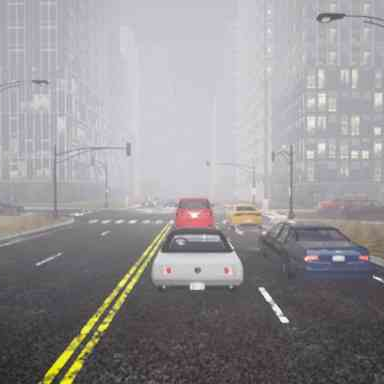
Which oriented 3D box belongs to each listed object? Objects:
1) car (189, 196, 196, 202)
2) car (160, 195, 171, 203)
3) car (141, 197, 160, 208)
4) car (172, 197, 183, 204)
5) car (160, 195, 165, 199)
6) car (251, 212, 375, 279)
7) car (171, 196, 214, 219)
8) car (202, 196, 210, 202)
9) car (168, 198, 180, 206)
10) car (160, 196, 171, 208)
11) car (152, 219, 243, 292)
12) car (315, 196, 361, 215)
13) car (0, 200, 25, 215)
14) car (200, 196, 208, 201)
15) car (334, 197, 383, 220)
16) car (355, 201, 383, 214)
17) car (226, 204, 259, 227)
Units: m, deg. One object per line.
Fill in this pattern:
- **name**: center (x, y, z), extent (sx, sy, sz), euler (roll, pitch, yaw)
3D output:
- **car**: center (0.116, 1.777, 82.013), extent (1.812, 1.442, 4.674), euler (0, 0, 0)
- **car**: center (-6.387, 1.604, 80.451), extent (2.097, 1.767, 4.553), euler (0, 0, 0)
- **car**: center (-6.524, 1.659, 50.577), extent (2.128, 1.511, 4.902), euler (0, 0, 0)
- **car**: center (-3.150, 1.751, 71.358), extent (2.128, 1.511, 4.902), euler (0, 0, 0)
- **car**: center (-6.469, 1.673, 60.251), extent (1.882, 1.535, 5.008), euler (0, 0, -1)
- **car**: center (3.370, 1.584, 10.160), extent (2.033, 1.411, 5.357), euler (0, 0, 0)
- **car**: center (0.127, 1.293, 19.580), extent (2.150, 2.045, 5.566), euler (0, 0, 0)
- **car**: center (3.366, 1.731, 81.869), extent (1.882, 1.535, 5.008), euler (0, 0, 0)
- **car**: center (-3.233, 1.798, 60.969), extent (1.895, 1.301, 4.718), euler (0, 0, 0)
- **car**: center (-3.267, 1.733, 51.009), extent (1.994, 1.385, 4.181), euler (0, 0, 0)
- **car**: center (0.113, 1.634, 8.982), extent (1.895, 1.301, 4.718), euler (0, 0, 0)
- **car**: center (16.451, 1.479, 36.370), extent (5.566, 2.045, 2.150), euler (1, 1, 1)
- **car**: center (-19.345, 1.543, 33.809), extent (4.181, 1.385, 1.994), euler (1, 1, 1)
- **car**: center (3.381, 1.817, 92.228), extent (2.033, 1.411, 5.357), euler (0, 0, 0)
- **car**: center (16.244, 1.642, 30.585), extent (5.009, 1.841, 2.192), euler (1, 0, 1)
- **car**: center (21.864, 1.798, 38.863), extent (4.829, 1.417, 1.752), euler (1, 0, 1)
- **car**: center (3.391, 1.555, 22.289), extent (1.882, 1.535, 5.008), euler (0, 0, 0)
